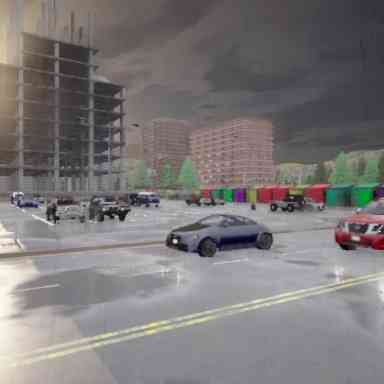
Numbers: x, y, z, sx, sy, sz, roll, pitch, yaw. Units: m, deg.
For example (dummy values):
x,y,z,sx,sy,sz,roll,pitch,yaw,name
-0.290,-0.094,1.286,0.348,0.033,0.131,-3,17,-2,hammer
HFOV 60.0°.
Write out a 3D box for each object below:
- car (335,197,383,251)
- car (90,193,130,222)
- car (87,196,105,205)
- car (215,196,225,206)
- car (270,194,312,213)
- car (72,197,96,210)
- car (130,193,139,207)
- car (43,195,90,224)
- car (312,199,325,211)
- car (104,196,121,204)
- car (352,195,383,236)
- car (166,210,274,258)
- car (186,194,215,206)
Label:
x,y,z,sx,sy,sz,roll,pitch,yaw,name
7.947,1.221,12.757,5.566,2.045,2.150,0,0,-31,car
-6.431,1.156,24.831,1.905,1.878,3.866,0,0,-32,car
-16.481,1.395,56.949,1.970,1.475,3.806,0,0,-32,car
3.399,1.364,51.582,1.784,1.438,3.905,0,0,-32,car
10.199,1.156,35.250,1.905,1.878,3.866,0,0,-32,car
-13.381,1.395,41.083,1.970,1.475,3.806,0,0,-32,car
-11.774,1.153,59.944,1.932,1.855,4.605,0,0,-32,car
-8.915,1.153,23.345,1.932,1.855,4.605,0,0,-32,car
12.661,1.395,36.773,1.970,1.475,3.806,0,0,-32,car
-14.024,1.364,58.481,1.784,1.438,3.905,0,0,-32,car
11.934,1.221,19.168,5.566,2.045,2.150,0,0,-30,car
1.121,1.564,12.776,4.181,1.385,1.994,0,0,-31,car
0.907,1.153,50.104,1.932,1.855,4.605,0,0,-32,car
